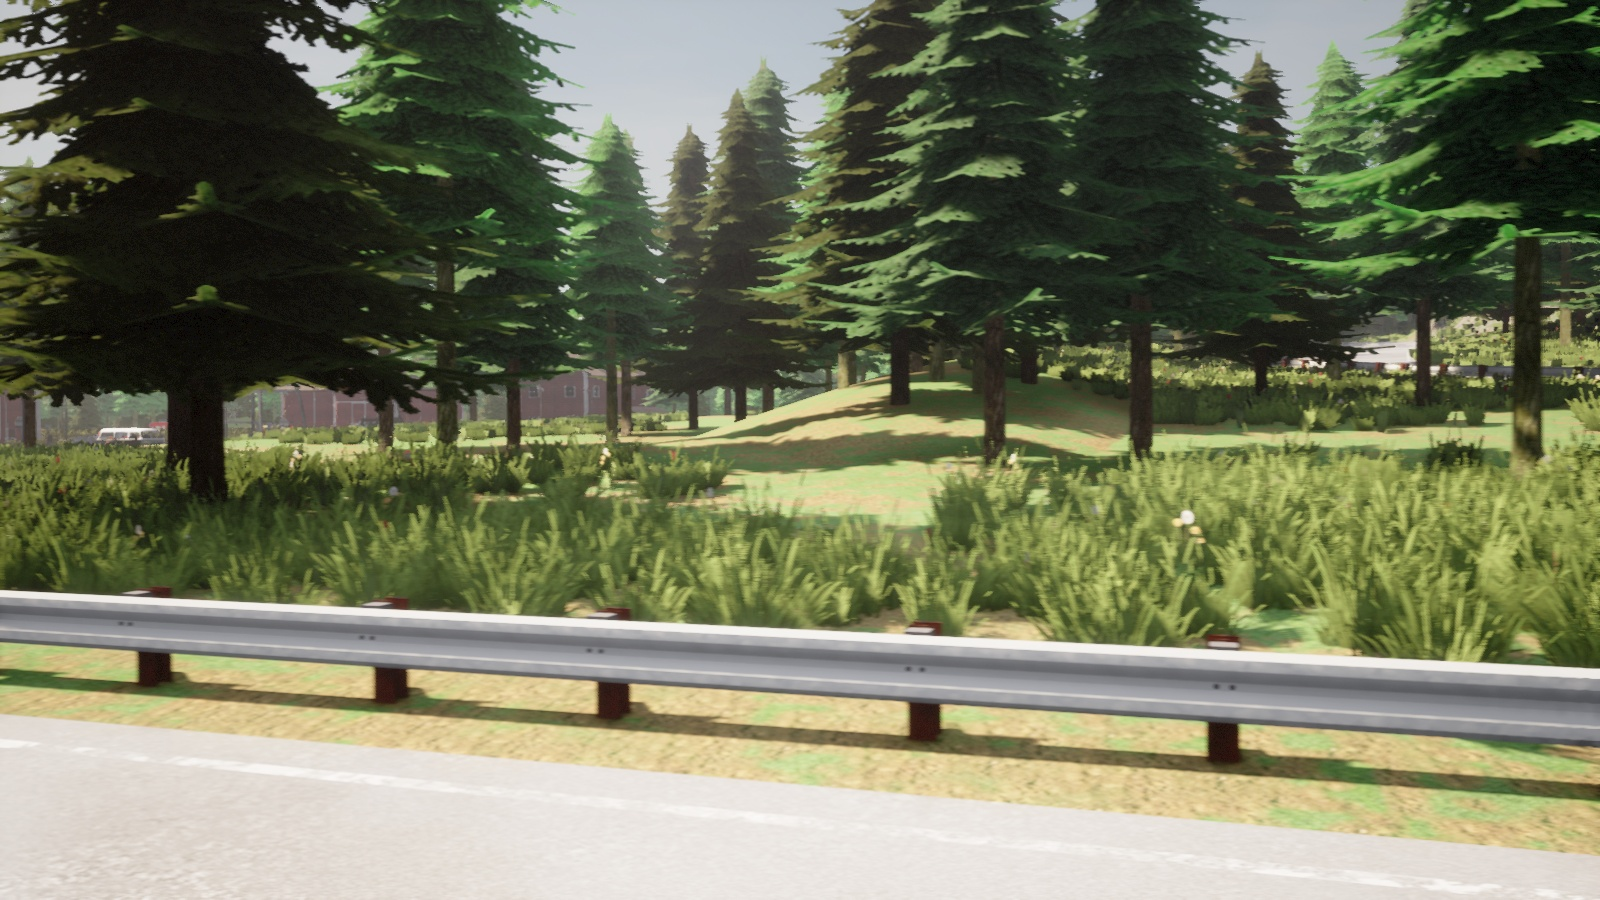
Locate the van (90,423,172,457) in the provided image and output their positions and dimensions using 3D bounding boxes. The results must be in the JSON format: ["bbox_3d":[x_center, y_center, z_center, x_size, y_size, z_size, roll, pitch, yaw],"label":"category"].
[{"bbox_3d":[-41.301,-0.627,77.514,4.480,2.038,2.069,0,1,23],"label":"van"}]
